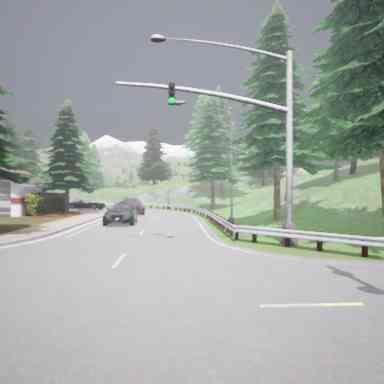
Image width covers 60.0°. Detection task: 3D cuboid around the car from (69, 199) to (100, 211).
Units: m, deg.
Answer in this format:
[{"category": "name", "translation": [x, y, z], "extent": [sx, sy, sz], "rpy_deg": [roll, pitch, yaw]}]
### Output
[{"category": "car", "translation": [-12.916, 1.537, 40.282], "extent": [4.718, 1.301, 1.895], "rpy_deg": [0, 0, 12]}]

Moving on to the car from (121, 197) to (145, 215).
[{"category": "car", "translation": [-6.069, 1.298, 32.784], "extent": [2.097, 1.767, 4.553], "rpy_deg": [0, 0, -21]}]

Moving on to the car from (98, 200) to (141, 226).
[{"category": "car", "translation": [-4.885, 1.525, 23.030], "extent": [1.994, 1.385, 4.181], "rpy_deg": [0, 0, -4]}]
